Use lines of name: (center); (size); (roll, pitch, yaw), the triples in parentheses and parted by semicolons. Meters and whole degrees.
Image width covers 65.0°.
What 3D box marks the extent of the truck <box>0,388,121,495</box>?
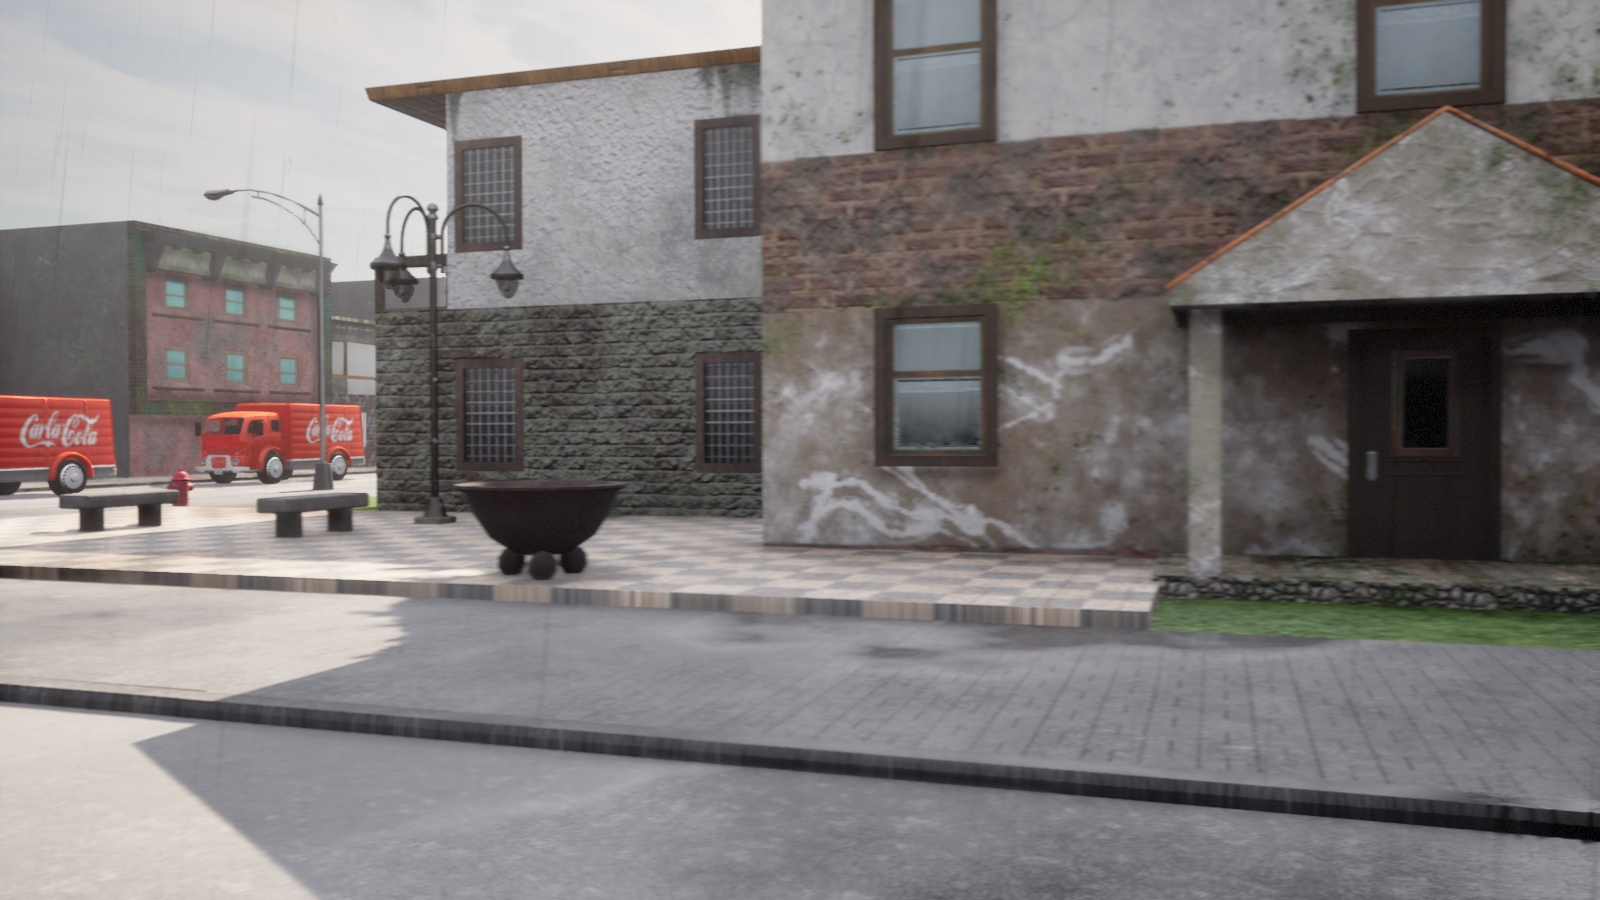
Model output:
truck: (-19.494, -0.217, 30.166); (2.627, 2.467, 5.204); (1, 1, 18)

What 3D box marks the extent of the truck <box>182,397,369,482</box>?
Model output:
truck: (-16.354, -0.356, 39.502); (2.627, 2.467, 5.204); (1, 1, 19)
